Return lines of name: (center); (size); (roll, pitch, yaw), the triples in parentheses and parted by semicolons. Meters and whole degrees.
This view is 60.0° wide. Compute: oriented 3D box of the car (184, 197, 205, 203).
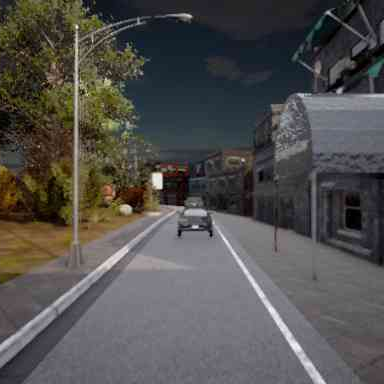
car: (0.235, 1.562, 37.585); (2.150, 2.045, 5.566); (0, -2, 0)

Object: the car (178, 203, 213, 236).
car: (0.176, 1.534, 18.523); (1.812, 1.442, 4.674); (0, 0, 0)
